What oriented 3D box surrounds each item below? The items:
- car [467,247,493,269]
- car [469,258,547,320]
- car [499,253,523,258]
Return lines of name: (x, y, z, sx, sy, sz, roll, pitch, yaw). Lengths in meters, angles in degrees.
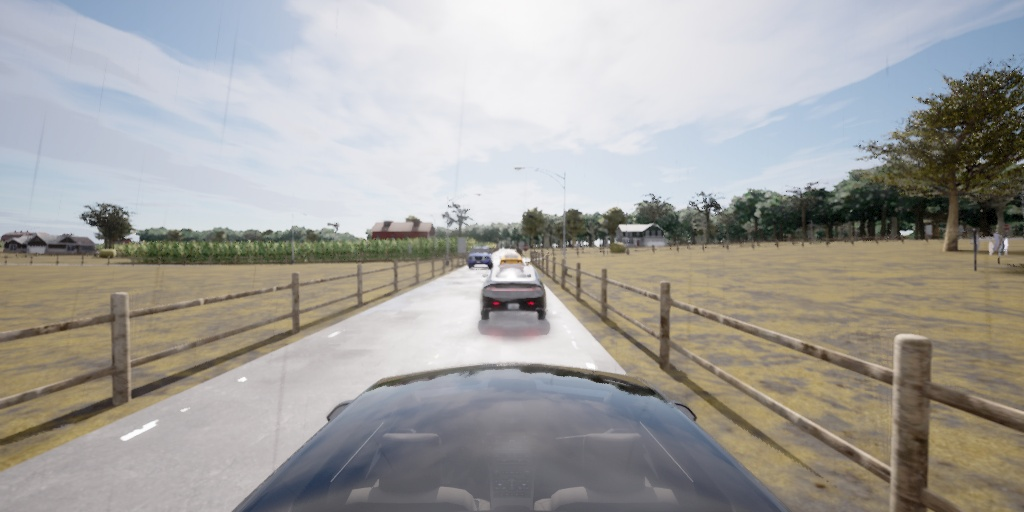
car: (-3.012, 0.113, 34.935, 2.150, 2.045, 5.566, 0, 2, 0)
car: (0.041, 1.003, 11.466, 2.128, 1.511, 4.902, 0, 1, 0)
car: (-0.056, 0.501, 30.117, 1.882, 1.535, 5.008, 0, 2, -1)
